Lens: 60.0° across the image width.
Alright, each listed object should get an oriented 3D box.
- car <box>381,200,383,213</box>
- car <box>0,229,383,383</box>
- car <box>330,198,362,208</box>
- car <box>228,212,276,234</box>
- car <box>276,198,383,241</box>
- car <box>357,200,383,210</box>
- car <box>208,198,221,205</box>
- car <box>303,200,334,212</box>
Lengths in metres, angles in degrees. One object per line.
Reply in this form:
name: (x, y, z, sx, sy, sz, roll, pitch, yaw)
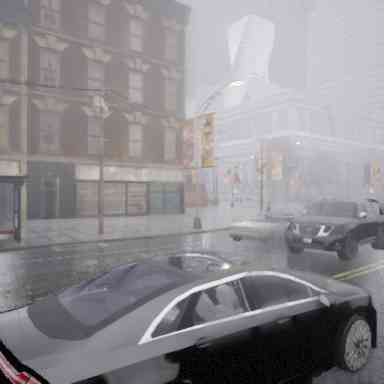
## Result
car: (23.358, 1.727, 37.121, 1.837, 1.490, 4.892, 0, 0, 2)
car: (0.354, 1.506, 4.013, 4.902, 1.511, 2.128, 0, 0, -36)
car: (24.607, 1.799, 53.337, 2.002, 1.452, 4.674, 0, 0, -16)
car: (3.794, 1.668, 15.979, 1.895, 1.301, 4.718, 0, 0, 44)
car: (5.844, 1.289, 13.128, 5.566, 2.045, 2.150, 0, 0, -45)
car: (25.944, 1.862, 47.765, 1.895, 1.301, 4.718, 0, 0, -6)
car: (3.587, 1.827, 65.471, 1.895, 1.301, 4.718, 0, 0, -34)
car: (16.057, 1.770, 42.460, 1.994, 1.385, 4.181, 0, 0, -6)
